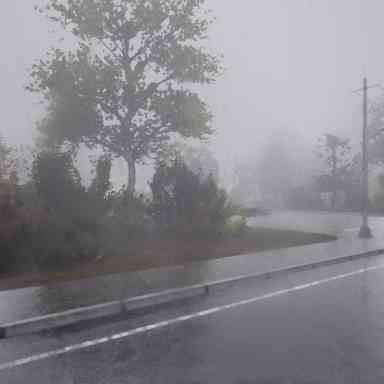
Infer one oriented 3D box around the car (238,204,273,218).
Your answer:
[{"bbox_3d":[5.364,1.764,31.731,1.895,1.301,4.718,0,-1,-41],"label":"car"}]
